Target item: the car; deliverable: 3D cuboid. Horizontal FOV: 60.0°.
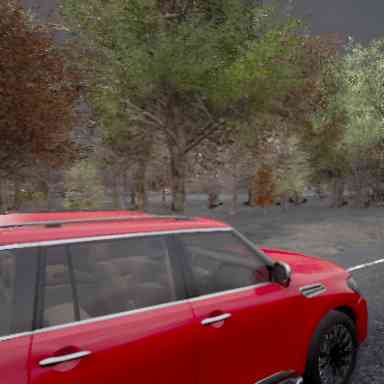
[{"bbox_3d":[-0.496,1.199,3.392,5.566,2.045,2.150,-1,1,-35],"label":"car"}]
